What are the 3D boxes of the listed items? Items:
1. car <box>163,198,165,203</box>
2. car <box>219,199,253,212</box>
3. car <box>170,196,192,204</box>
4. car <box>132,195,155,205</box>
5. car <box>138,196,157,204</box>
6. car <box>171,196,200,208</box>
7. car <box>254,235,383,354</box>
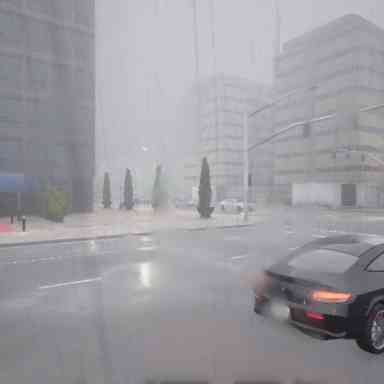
[{"bbox_3d":[-7.344,1.503,69.697,1.837,1.490,4.892,0,0,-35],"label":"car"},{"bbox_3d":[5.132,1.526,39.432,1.812,1.442,4.674,0,0,-35],"label":"car"},{"bbox_3d":[-2.060,1.526,62.221,1.812,1.442,4.674,0,0,-35],"label":"car"},{"bbox_3d":[-9.093,1.351,59.779,2.097,1.767,4.553,0,0,-35],"label":"car"},{"bbox_3d":[-8.788,1.564,65.722,1.994,1.385,4.181,0,0,-35],"label":"car"},{"bbox_3d":[-0.726,1.601,47.786,1.895,1.301,4.718,0,0,-35],"label":"car"},{"bbox_3d":[3.149,1.526,6.066,4.674,1.442,1.812,0,0,-35],"label":"car"}]
